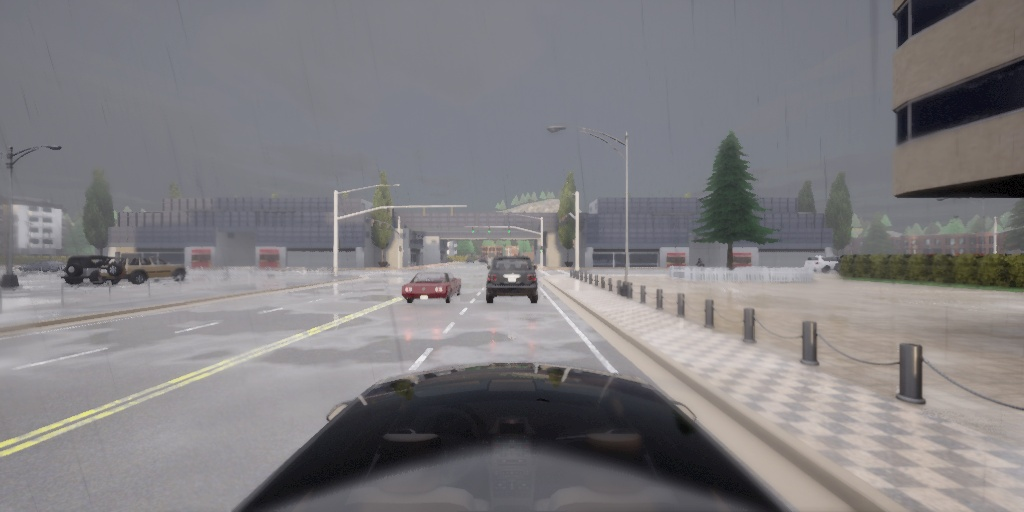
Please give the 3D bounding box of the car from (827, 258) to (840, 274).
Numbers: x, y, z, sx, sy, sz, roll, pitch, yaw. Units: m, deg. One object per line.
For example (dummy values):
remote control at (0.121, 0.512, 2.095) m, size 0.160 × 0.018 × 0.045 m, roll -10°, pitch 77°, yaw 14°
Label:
car at (37.374, 1.245, 38.371) m, size 4.902 × 1.511 × 2.128 m, roll 0°, pitch 0°, yaw 0°

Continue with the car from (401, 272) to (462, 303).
car at (-3.500, 1.365, 16.530) m, size 1.895 × 1.301 × 4.718 m, roll 0°, pitch 0°, yaw 0°

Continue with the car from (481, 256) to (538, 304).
car at (0.000, 1.007, 16.530) m, size 2.150 × 2.045 × 5.566 m, roll 0°, pitch 0°, yaw 0°

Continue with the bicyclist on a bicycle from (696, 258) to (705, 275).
bicyclist on a bicycle at (18.163, 1.049, 34.543) m, size 0.582 × 1.620 × 1.656 m, roll 0°, pitch 0°, yaw 0°

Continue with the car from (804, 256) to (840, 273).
car at (37.414, 1.007, 41.871) m, size 5.566 × 2.045 × 2.150 m, roll 0°, pitch 0°, yaw 0°
